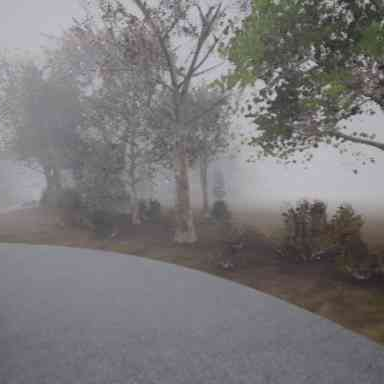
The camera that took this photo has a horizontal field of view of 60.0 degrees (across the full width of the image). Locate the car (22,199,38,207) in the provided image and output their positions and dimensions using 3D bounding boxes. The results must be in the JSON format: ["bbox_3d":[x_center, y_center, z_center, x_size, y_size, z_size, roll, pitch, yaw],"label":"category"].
[{"bbox_3d":[-29.893,1.916,61.605,2.033,1.411,5.357,-3,2,-14],"label":"car"}]
